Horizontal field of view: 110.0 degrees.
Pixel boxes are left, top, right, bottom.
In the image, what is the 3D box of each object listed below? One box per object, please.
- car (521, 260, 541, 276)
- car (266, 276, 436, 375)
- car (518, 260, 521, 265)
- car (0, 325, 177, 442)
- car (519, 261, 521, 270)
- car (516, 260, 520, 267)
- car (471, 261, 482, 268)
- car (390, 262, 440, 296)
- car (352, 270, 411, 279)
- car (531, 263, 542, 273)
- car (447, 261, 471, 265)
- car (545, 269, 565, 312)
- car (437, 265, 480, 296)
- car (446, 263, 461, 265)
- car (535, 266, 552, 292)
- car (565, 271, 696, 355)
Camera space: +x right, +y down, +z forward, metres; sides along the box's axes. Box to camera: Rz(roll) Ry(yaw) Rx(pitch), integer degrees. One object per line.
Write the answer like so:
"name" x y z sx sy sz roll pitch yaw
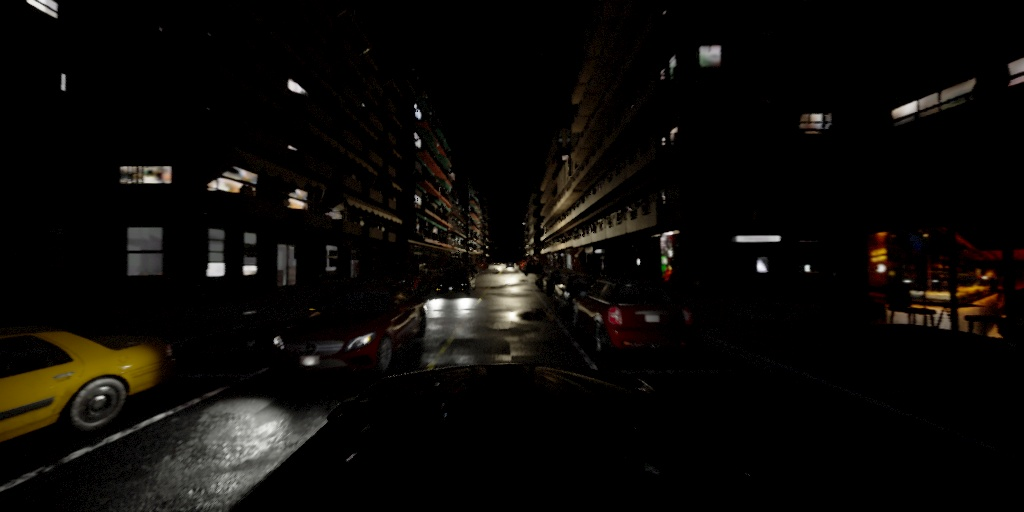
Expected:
"car" 2.488 1.425 42.202 2.192 1.841 5.009 0 0 0
"car" -3.114 1.354 7.822 1.812 1.442 4.674 0 0 0
"car" 2.396 1.815 58.904 1.888 1.381 4.507 0 0 0
"car" -5.676 1.329 3.045 1.751 1.417 4.829 0 0 0
"car" 2.427 1.767 53.337 2.007 1.370 4.403 0 0 0
"car" 2.364 1.638 64.471 2.192 1.841 5.009 0 0 0
"car" -5.954 1.839 53.324 1.948 1.339 4.313 0 0 0
"car" -5.769 1.272 19.918 2.192 1.841 5.009 0 0 0
"car" -5.738 1.451 14.351 1.888 1.381 4.507 0 0 0
"car" 2.580 1.478 25.669 1.751 1.417 4.829 0 0 0
"car" -5.862 1.429 36.620 2.192 1.841 5.009 0 0 0
"car" 2.642 1.399 14.364 2.007 1.370 4.403 0 0 0
"car" -3.174 1.454 20.987 1.837 1.490 4.892 0 0 0
"car" -5.830 1.587 30.883 1.751 1.417 4.829 0 0 0
"car" 2.612 1.451 19.931 2.007 1.370 4.403 0 0 0
"car" 2.673 1.237 8.797 1.967 1.591 4.097 0 0 0
